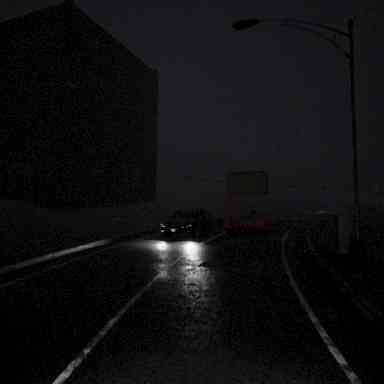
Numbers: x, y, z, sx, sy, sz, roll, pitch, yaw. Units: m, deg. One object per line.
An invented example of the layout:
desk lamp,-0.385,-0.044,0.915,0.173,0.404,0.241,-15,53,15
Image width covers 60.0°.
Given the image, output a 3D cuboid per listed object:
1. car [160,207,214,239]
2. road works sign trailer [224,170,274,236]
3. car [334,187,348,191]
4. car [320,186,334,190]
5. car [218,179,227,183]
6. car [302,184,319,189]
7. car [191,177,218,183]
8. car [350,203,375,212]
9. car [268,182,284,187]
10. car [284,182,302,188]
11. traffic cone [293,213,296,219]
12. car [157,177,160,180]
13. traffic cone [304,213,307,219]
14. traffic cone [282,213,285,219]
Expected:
car,-0.146,1.647,18.483,1.837,1.490,4.892,-2,-1,19
road works sign trailer,3.266,0.566,19.381,2.380,3.560,2.880,-1,-1,21
car,36.270,-0.520,84.033,4.892,1.521,2.231,3,-5,-32
car,31.657,-0.733,81.191,4.674,1.452,2.002,3,-5,-30
car,7.076,-1.933,68.143,4.892,1.521,2.231,2,-5,-24
car,26.900,-0.990,78.404,4.792,1.488,2.163,3,-5,-29
car,2.053,-2.118,65.862,4.892,1.521,2.231,2,-5,-24
car,26.330,2.339,51.457,4.181,1.385,1.994,1,-4,-31
car,17.033,-1.500,73.021,5.008,1.535,2.097,3,-5,-27
car,21.909,-1.394,75.617,4.553,1.767,2.185,3,-5,-28
traffic cone,9.458,2.200,30.711,0.340,0.580,0.340,-2,-2,25
car,-7.911,-2.583,61.362,4.553,1.767,2.185,2,-5,-24
traffic cone,10.359,2.163,30.284,0.340,0.580,0.340,-2,-2,25
traffic cone,8.556,2.237,31.138,0.340,0.580,0.340,-2,-2,25
